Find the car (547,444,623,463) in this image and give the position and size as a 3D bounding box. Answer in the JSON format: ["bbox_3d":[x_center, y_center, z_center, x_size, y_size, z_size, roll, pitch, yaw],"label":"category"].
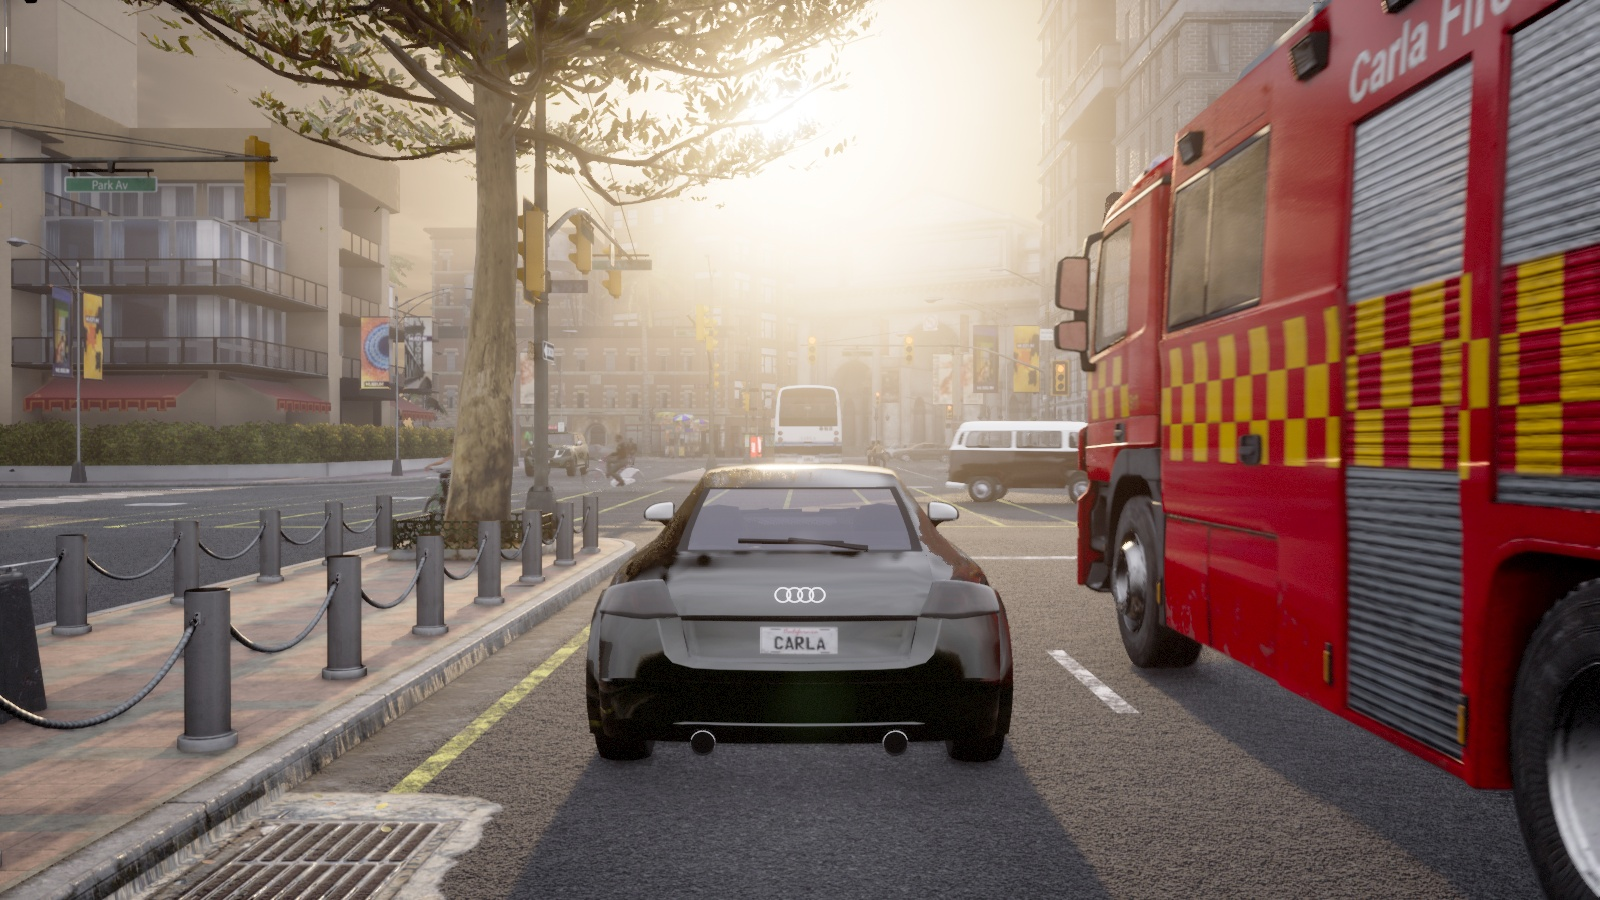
[{"bbox_3d":[-16.429,0.237,96.056,5.357,1.411,2.033,0,0,7],"label":"car"}]

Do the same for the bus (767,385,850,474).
[{"bbox_3d":[0.433,-0.998,65.120,3.944,4.253,10.273,0,0,0],"label":"bus"}]

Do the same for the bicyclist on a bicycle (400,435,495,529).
[{"bbox_3d":[-6.358,0.549,22.719,0.866,1.612,1.509,2,1,24],"label":"bicyclist on a bicycle"}]

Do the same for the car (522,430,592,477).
[{"bbox_3d":[-11.115,0.129,57.873,2.150,2.045,5.566,0,0,0],"label":"car"}]

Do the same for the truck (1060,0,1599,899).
[{"bbox_3d":[3.555,-0.450,6.077,2.891,3.827,8.468,0,0,0],"label":"truck"}]

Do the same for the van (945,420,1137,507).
[{"bbox_3d":[6.044,0.297,31.385,4.480,2.038,2.069,0,1,19],"label":"van"}]

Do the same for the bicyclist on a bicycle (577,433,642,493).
[{"bbox_3d":[-5.715,0.399,37.701,1.843,1.776,0.659,0,0,0],"label":"bicyclist on a bicycle"}]

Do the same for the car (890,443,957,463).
[{"bbox_3d":[9.398,0.217,95.730,4.892,1.490,1.837,0,0,1],"label":"car"}]

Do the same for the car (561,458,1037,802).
[{"bbox_3d":[0.005,0.769,7.352,1.994,1.385,4.181,0,0,0],"label":"car"}]
